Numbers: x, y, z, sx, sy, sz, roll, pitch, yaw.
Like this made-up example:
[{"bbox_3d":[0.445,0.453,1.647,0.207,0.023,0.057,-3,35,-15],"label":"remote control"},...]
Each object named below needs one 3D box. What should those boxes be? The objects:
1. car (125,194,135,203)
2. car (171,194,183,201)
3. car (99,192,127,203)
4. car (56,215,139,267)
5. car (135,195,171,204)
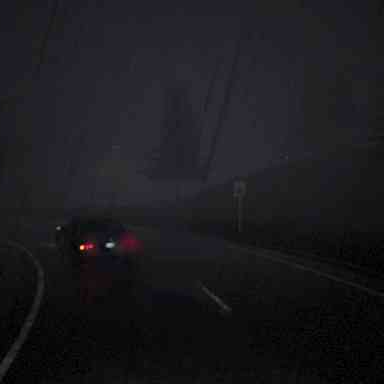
[{"bbox_3d":[-9.435,1.332,60.478,1.994,1.385,4.181,0,0,42],"label":"car"},{"bbox_3d":[-3.910,1.239,71.896,1.812,1.442,4.674,0,0,42],"label":"car"},{"bbox_3d":[-14.108,0.992,60.476,2.150,2.045,5.566,0,1,42],"label":"car"},{"bbox_3d":[-3.432,1.505,11.374,2.033,1.411,5.357,0,0,-28],"label":"car"},{"bbox_3d":[-6.811,1.322,58.176,2.033,1.411,5.357,0,0,42],"label":"car"}]
